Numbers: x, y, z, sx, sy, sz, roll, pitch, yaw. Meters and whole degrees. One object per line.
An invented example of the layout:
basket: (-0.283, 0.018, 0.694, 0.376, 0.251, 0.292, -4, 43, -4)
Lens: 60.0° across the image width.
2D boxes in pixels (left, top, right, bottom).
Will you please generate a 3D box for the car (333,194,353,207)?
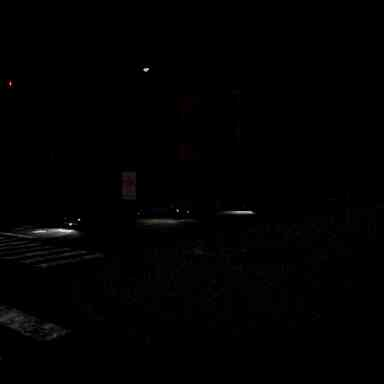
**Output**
car: (24.020, 1.347, 52.927, 2.150, 2.045, 5.566, 0, 0, 35)

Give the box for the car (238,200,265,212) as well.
car: (7.307, 1.629, 40.879, 1.994, 1.385, 4.181, 0, 0, 36)

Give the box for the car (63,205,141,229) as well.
car: (-5.836, 1.568, 22.358, 2.033, 1.411, 5.357, 0, 0, 35)

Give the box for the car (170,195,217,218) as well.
car: (0.303, 1.261, 31.033, 2.150, 2.045, 5.566, 0, 0, 34)

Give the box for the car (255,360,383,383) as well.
car: (2.143, 1.551, 1.314, 4.403, 1.369, 2.008, 0, 0, 36)
